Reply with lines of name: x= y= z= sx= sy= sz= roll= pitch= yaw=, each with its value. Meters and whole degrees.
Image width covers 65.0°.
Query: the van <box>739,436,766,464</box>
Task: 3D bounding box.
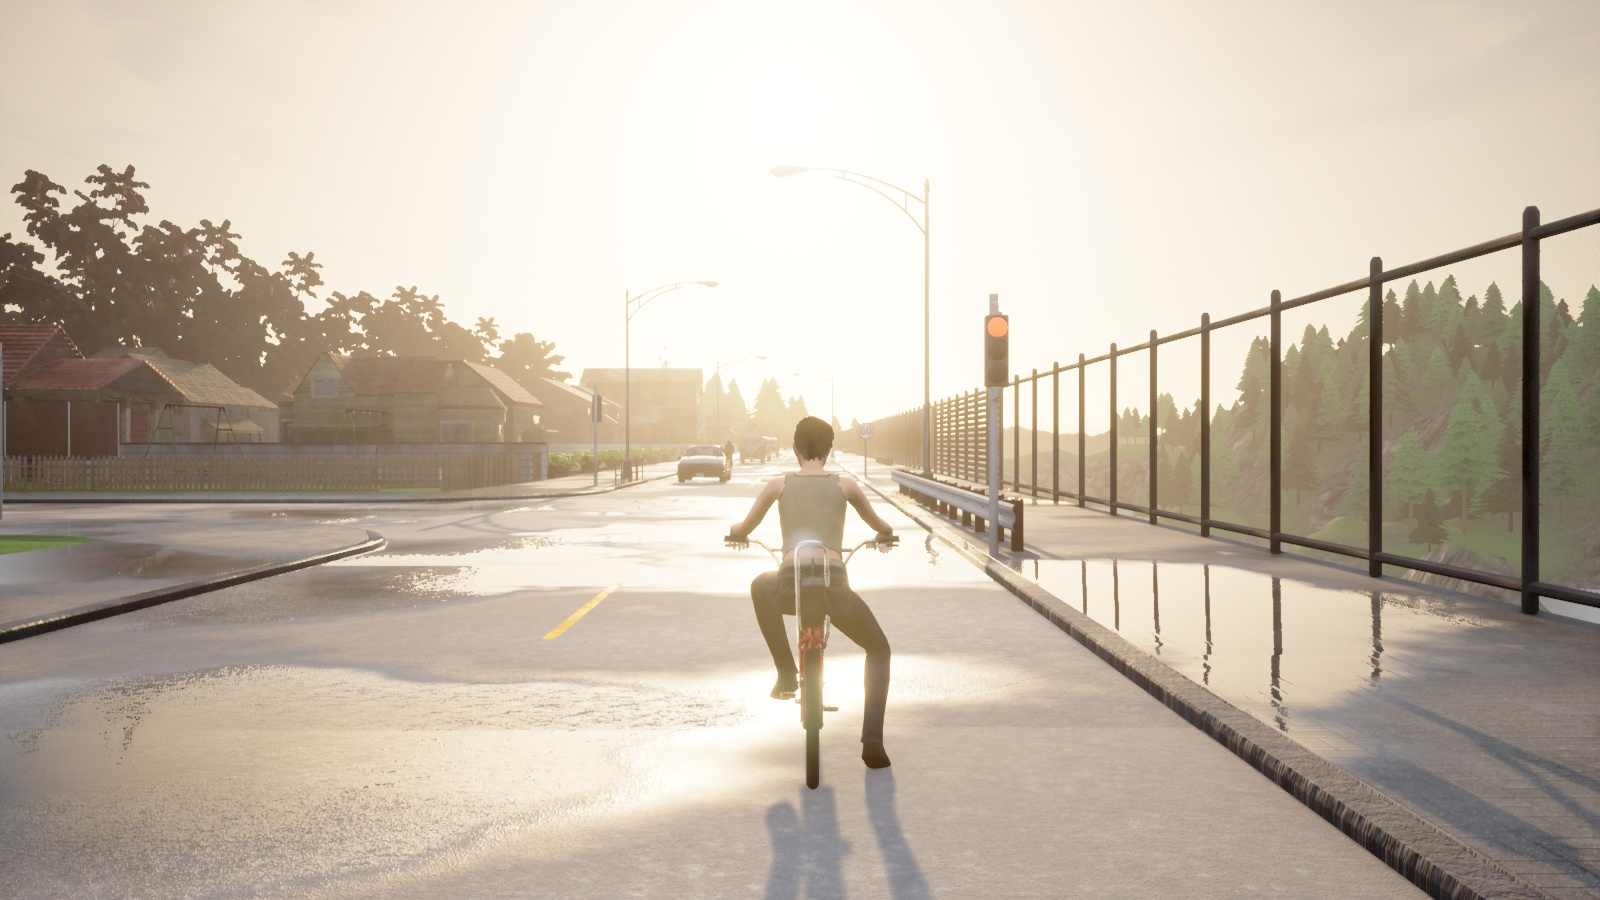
van: x=-3.446 y=-0.024 z=91.370 sx=1.775 sy=1.987 sz=4.442 roll=0 pitch=0 yaw=0

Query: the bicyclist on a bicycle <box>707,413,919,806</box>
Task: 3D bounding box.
bicyclist on a bicycle: x=0.056 y=0.649 z=5.898 sx=0.866 sy=1.612 sz=1.509 roll=0 pitch=0 yaw=0

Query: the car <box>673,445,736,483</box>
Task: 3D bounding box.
car: x=-3.690 y=0.511 z=49.200 sx=2.033 sy=1.411 sz=5.357 roll=0 pitch=0 yaw=0
